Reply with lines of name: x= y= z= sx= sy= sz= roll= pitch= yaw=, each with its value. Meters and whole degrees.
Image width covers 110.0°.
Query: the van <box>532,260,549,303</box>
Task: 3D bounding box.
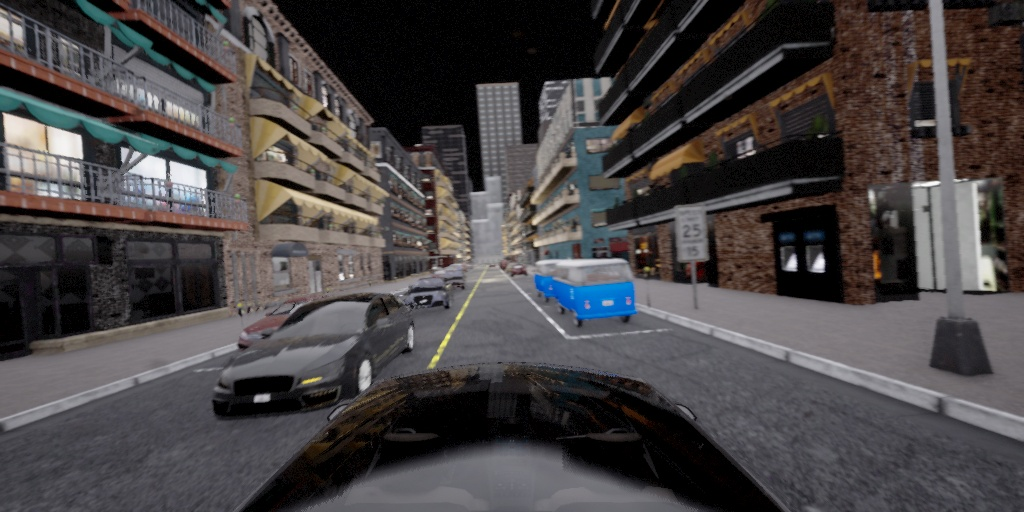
van: x=2.071 y=1.054 z=16.577 sx=1.690 sy=1.789 sz=3.998 roll=0 pitch=0 yaw=-3

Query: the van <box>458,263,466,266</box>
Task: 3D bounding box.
van: x=-8.514 y=2.128 z=55.262 sx=1.690 sy=1.789 sz=3.998 roll=0 pitch=0 yaw=-3

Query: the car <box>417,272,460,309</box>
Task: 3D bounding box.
car: x=-3.780 y=1.705 z=16.777 sx=1.994 sy=1.385 sz=4.181 roll=-4 pitch=0 yaw=-4

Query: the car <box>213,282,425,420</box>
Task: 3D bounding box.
car: x=-3.181 y=1.526 z=6.834 sx=1.837 sy=1.490 sz=4.892 roll=-4 pitch=0 yaw=-2

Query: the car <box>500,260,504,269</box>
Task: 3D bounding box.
car: x=-0.526 y=1.563 z=61.316 sx=2.192 sy=1.841 sz=5.009 roll=0 pitch=0 yaw=-3

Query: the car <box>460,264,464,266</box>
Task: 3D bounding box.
car: x=-8.190 y=2.270 z=49.670 sx=2.007 sy=1.370 sz=4.403 roll=0 pitch=0 yaw=-3

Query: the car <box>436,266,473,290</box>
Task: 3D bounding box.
car: x=-4.398 y=1.815 z=27.490 sx=2.033 sy=1.411 sz=5.357 roll=-4 pitch=0 yaw=-4

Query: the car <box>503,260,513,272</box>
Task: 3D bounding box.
car: x=0.114 y=1.640 z=50.301 sx=1.751 sy=1.417 sz=4.829 roll=0 pitch=0 yaw=-3

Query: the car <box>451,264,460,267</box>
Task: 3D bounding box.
car: x=-7.865 y=2.092 z=44.078 sx=1.967 sy=1.591 sz=4.097 roll=0 pitch=0 yaw=-3

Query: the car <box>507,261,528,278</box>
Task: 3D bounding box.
car: x=0.772 y=1.562 z=38.947 sx=1.802 sy=1.307 sz=4.207 roll=0 pitch=0 yaw=-3

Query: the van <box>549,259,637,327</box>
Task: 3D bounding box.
van: x=2.395 y=0.987 z=10.984 sx=1.690 sy=1.789 sz=3.998 roll=0 pitch=0 yaw=-3
